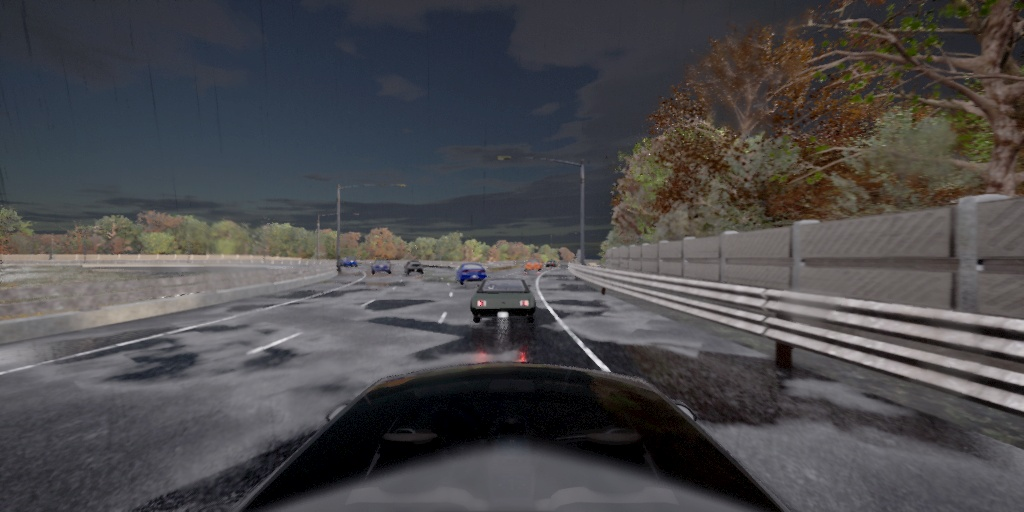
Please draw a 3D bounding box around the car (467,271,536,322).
[{"bbox_3d":[-0.260,1.369,12.335,1.895,1.301,4.718,0,0,0],"label":"car"}]

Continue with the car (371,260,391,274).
[{"bbox_3d":[-16.211,1.229,44.161,2.097,1.767,4.553,0,0,-23],"label":"car"}]

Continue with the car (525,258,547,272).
[{"bbox_3d":[3.098,1.168,48.542,2.097,1.767,4.553,0,0,11],"label":"car"}]

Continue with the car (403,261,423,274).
[{"bbox_3d":[-11.763,1.364,42.682,1.837,1.490,4.892,0,0,-22],"label":"car"}]

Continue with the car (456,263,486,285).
[{"bbox_3d":[-3.173,1.281,27.322,1.882,1.535,5.008,0,0,-13],"label":"car"}]
